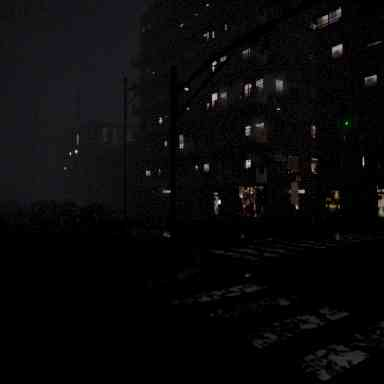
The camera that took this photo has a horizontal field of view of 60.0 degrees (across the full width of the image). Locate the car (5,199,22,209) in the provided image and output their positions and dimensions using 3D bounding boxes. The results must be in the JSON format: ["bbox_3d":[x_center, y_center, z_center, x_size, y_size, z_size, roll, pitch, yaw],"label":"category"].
[{"bbox_3d":[-33.131,2.366,62.360,1.967,1.590,4.097,-1,0,-35],"label":"car"}]

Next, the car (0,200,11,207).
[{"bbox_3d":[-42.647,2.667,75.721,1.752,1.417,4.829,-1,0,-35],"label":"car"}]

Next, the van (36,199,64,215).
[{"bbox_3d":[-17.105,1.901,39.860,1.690,1.788,3.998,-1,0,-35],"label":"van"}]

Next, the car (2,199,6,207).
[{"bbox_3d":[-36.334,2.543,66.860,1.887,1.381,4.507,-1,0,-35],"label":"car"}]

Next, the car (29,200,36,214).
[{"bbox_3d":[-20.309,2.074,44.360,1.967,1.590,4.097,-1,0,-35],"label":"car"}]

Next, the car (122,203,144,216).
[{"bbox_3d":[-7.380,2.006,39.793,1.752,1.417,4.829,-1,0,-35],"label":"car"}]

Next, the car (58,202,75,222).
[{"bbox_3d":[-10.593,1.934,30.721,1.752,1.417,4.829,-1,0,-35],"label":"car"}]

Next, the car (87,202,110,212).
[{"bbox_3d":[-13.687,2.192,48.649,1.947,1.339,4.313,-1,0,-35],"label":"car"}]

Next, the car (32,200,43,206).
[{"bbox_3d":[-39.313,2.774,84.625,1.947,1.339,4.313,-1,0,-35],"label":"car"}]

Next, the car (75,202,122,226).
[{"bbox_3d":[-7.487,1.777,26.360,1.967,1.590,4.097,-1,0,-35],"label":"car"}]

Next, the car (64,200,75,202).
[{"bbox_3d":[-15.626,2.087,42.226,1.812,1.442,4.674,0,-1,-35],"label":"car"}]

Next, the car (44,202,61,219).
[{"bbox_3d":[-13.896,2.036,35.359,2.008,1.369,4.403,-1,0,-35],"label":"car"}]

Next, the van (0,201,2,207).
[{"bbox_3d":[-39.543,2.412,71.360,1.690,1.788,3.998,-1,0,-35],"label":"van"}]

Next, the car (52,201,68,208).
[{"bbox_3d":[-26.501,2.463,66.637,1.887,1.381,4.507,-1,0,-35],"label":"car"}]
